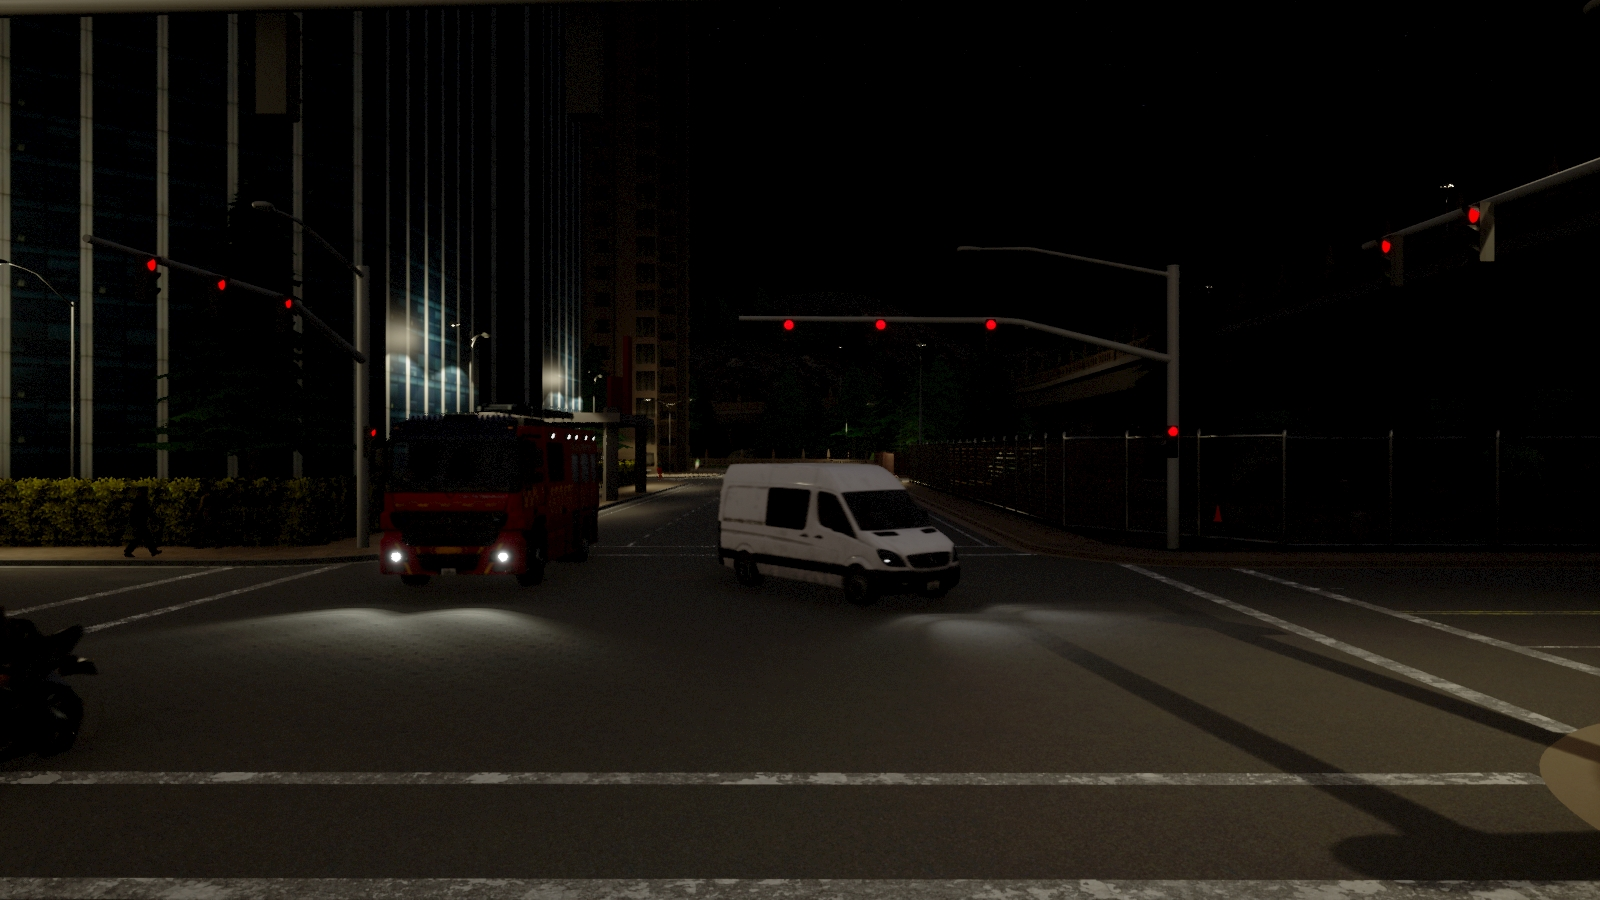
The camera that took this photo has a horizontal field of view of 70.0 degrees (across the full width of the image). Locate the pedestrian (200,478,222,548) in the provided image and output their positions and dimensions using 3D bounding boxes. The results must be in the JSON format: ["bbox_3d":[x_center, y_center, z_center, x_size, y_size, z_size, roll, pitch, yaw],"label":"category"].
[{"bbox_3d":[-15.829,1.695,30.691,0.375,1.860,0.375,0,0,5],"label":"pedestrian"}]

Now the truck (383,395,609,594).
[{"bbox_3d":[-6.563,0.871,26.246,2.891,3.827,8.468,0,0,0],"label":"truck"}]

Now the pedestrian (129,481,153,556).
[{"bbox_3d":[-16.408,1.698,28.430,0.375,1.860,0.375,0,0,3],"label":"pedestrian"}]

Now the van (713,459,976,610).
[{"bbox_3d":[0.681,1.506,22.946,1.988,2.561,5.915,-1,1,-36],"label":"van"}]

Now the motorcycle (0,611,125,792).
[{"bbox_3d":[-6.922,2.160,9.852,0.867,1.251,2.209,0,-1,0],"label":"motorcycle"}]
